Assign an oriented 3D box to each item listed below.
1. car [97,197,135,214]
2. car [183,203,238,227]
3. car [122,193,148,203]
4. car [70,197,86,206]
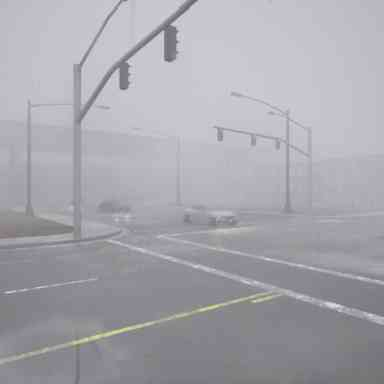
[{"bbox_3d":[-8.515,1.547,35.943,2.033,1.411,5.357,0,0,-36],"label":"car"},{"bbox_3d":[1.115,1.526,22.783,1.812,1.442,4.674,0,0,-35],"label":"car"},{"bbox_3d":[-12.256,1.223,69.394,2.150,2.045,5.566,0,0,30],"label":"car"},{"bbox_3d":[-18.220,1.493,53.372,2.128,1.511,4.902,0,0,-9],"label":"car"}]
